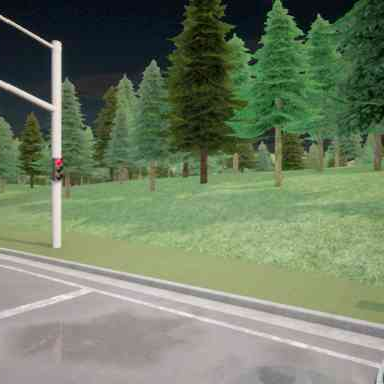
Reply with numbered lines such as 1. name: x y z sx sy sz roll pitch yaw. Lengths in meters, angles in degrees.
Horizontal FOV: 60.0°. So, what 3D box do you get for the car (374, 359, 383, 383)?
1. car: 3.388 1.352 1.571 4.553 1.767 2.097 0 0 36
